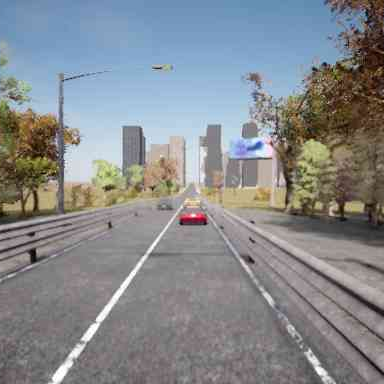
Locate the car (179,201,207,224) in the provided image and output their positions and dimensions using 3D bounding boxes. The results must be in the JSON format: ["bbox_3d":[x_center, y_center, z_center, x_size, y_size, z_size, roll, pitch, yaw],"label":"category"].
[{"bbox_3d":[0.093,1.583,24.866,1.994,1.385,4.181,0,0,0],"label":"car"}]

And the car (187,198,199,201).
[{"bbox_3d":[0.074,1.512,42.648,1.882,1.535,5.008,0,0,0],"label":"car"}]

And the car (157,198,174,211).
[{"bbox_3d":[-3.361,1.540,42.216,1.837,1.490,4.892,0,-1,0],"label":"car"}]
